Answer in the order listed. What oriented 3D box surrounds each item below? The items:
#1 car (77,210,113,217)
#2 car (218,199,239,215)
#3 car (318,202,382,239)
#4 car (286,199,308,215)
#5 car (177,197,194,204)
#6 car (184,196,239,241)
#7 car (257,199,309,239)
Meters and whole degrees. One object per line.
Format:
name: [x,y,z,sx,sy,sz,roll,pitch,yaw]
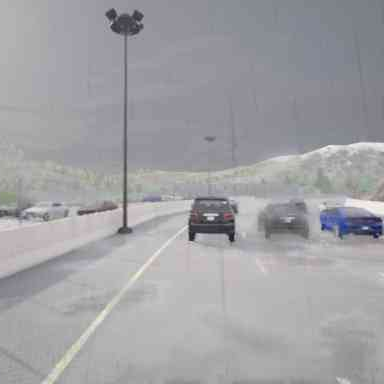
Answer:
car: [-8.121,1.464,28.697,1.882,1.535,5.008,0,0,10]
car: [3.918,1.540,34.955,1.812,1.442,4.674,0,0,12]
car: [8.208,1.499,17.695,1.882,1.535,5.008,0,0,6]
car: [11.295,1.536,35.959,1.837,1.490,4.892,0,0,12]
car: [-1.213,1.604,67.221,1.895,1.301,4.718,0,0,21]
car: [1.077,1.227,16.953,2.150,2.045,5.566,0,0,6]
car: [4.701,1.366,17.693,2.097,1.767,4.553,0,0,6]
